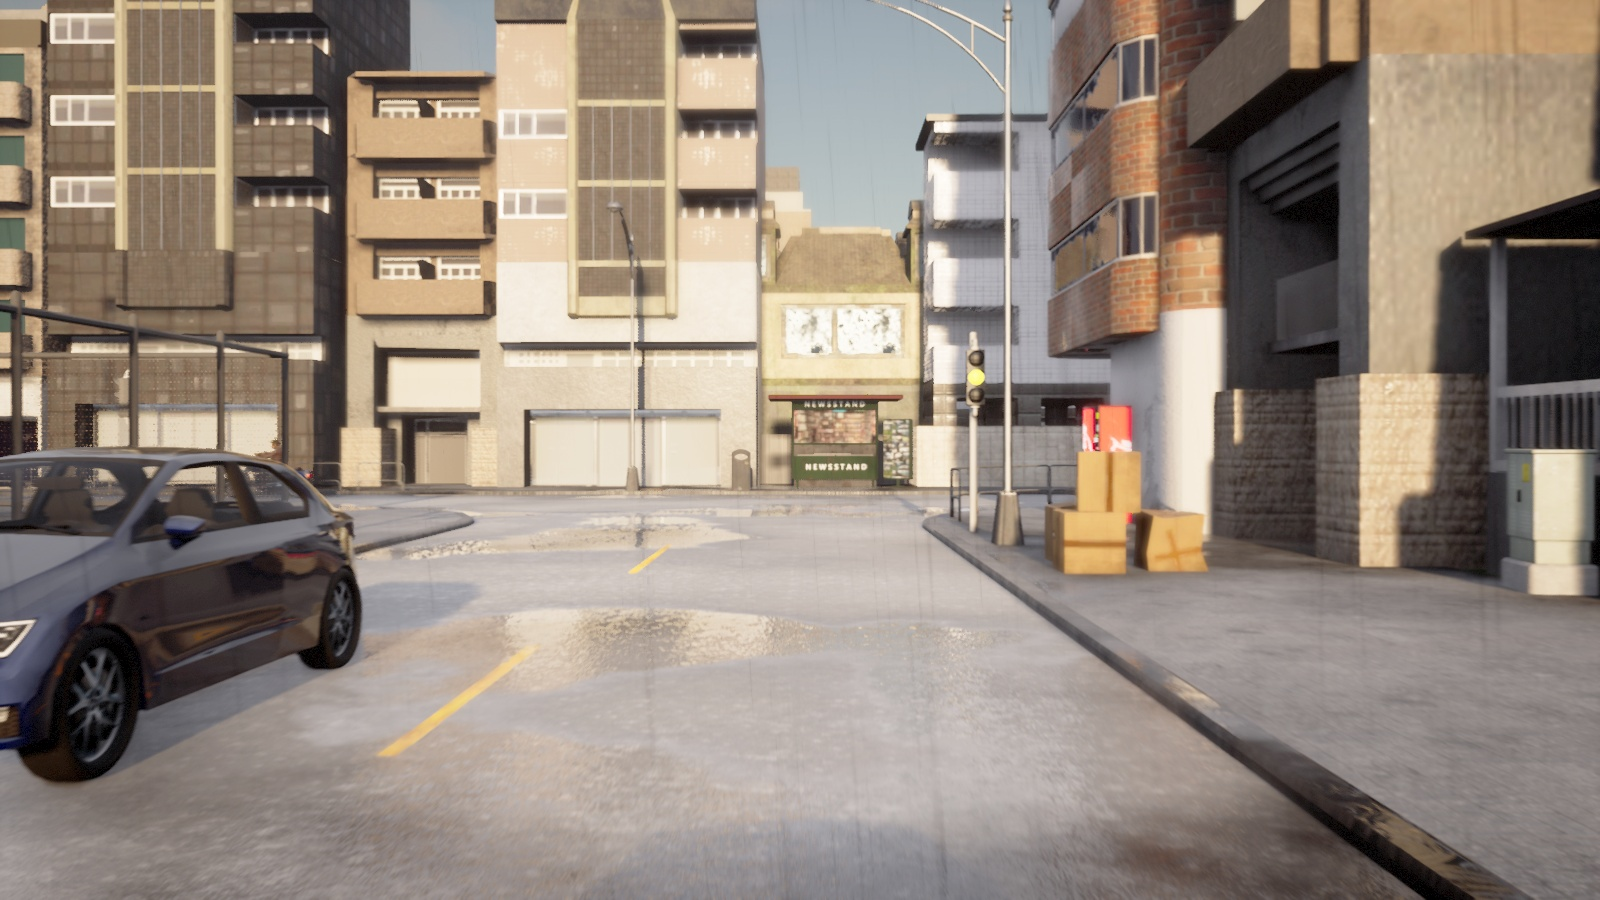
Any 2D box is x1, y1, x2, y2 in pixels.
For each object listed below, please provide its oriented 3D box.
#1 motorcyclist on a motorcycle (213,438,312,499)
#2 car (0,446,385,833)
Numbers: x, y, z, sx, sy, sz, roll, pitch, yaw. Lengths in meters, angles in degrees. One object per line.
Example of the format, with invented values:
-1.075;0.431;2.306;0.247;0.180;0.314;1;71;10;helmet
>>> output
-14.600;0.493;34.157;2.350;1.649;0.766;0;0;0;motorcyclist on a motorcycle
-3.914;0.718;6.844;1.816;1.474;4.193;0;0;2;car
